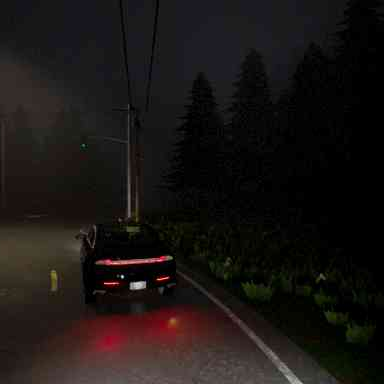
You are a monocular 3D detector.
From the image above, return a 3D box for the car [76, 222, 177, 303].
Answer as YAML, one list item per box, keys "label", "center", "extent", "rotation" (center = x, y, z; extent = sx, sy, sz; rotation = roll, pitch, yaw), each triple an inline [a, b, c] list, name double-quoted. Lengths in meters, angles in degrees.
- label: "car"
  center: [-1.789, 1.492, 8.351]
  extent: [2.128, 1.511, 4.902]
  rotation: [0, 0, -19]
